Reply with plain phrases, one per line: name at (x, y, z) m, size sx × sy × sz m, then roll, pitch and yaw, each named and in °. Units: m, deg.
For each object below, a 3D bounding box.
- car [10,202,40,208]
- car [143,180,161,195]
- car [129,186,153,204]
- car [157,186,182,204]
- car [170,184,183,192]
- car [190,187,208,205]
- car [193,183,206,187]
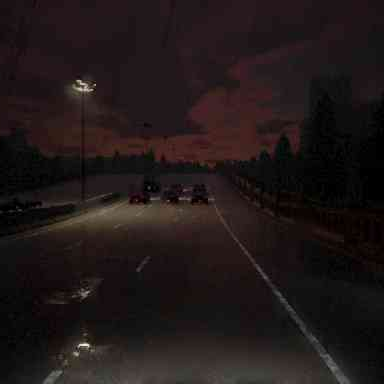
car at (-13.465, 1.051, 25.602) m, size 1.895 × 1.301 × 4.718 m, roll 0°, pitch 2°, yaw 1°
car at (-5.900, -0.801, 48.797) m, size 2.150 × 2.045 × 5.566 m, roll 0°, pitch 7°, yaw 1°
car at (-6.095, 0.533, 38.994) m, size 1.812 × 1.442 × 4.674 m, roll 0°, pitch 5°, yaw 1°
car at (-2.592, 0.479, 39.297) m, size 1.837 × 1.490 × 4.892 m, roll 0°, pitch 5°, yaw 1°
car at (-2.382, -0.558, 49.609) m, size 1.994 × 1.385 × 4.181 m, roll 0°, pitch 7°, yaw 1°
car at (0.880, 0.568, 38.444) m, size 1.812 × 1.442 × 4.674 m, roll 0°, pitch 5°, yaw 1°
car at (1.097, -0.525, 48.623) m, size 2.128 × 1.511 × 4.902 m, roll 0°, pitch 7°, yaw 1°
